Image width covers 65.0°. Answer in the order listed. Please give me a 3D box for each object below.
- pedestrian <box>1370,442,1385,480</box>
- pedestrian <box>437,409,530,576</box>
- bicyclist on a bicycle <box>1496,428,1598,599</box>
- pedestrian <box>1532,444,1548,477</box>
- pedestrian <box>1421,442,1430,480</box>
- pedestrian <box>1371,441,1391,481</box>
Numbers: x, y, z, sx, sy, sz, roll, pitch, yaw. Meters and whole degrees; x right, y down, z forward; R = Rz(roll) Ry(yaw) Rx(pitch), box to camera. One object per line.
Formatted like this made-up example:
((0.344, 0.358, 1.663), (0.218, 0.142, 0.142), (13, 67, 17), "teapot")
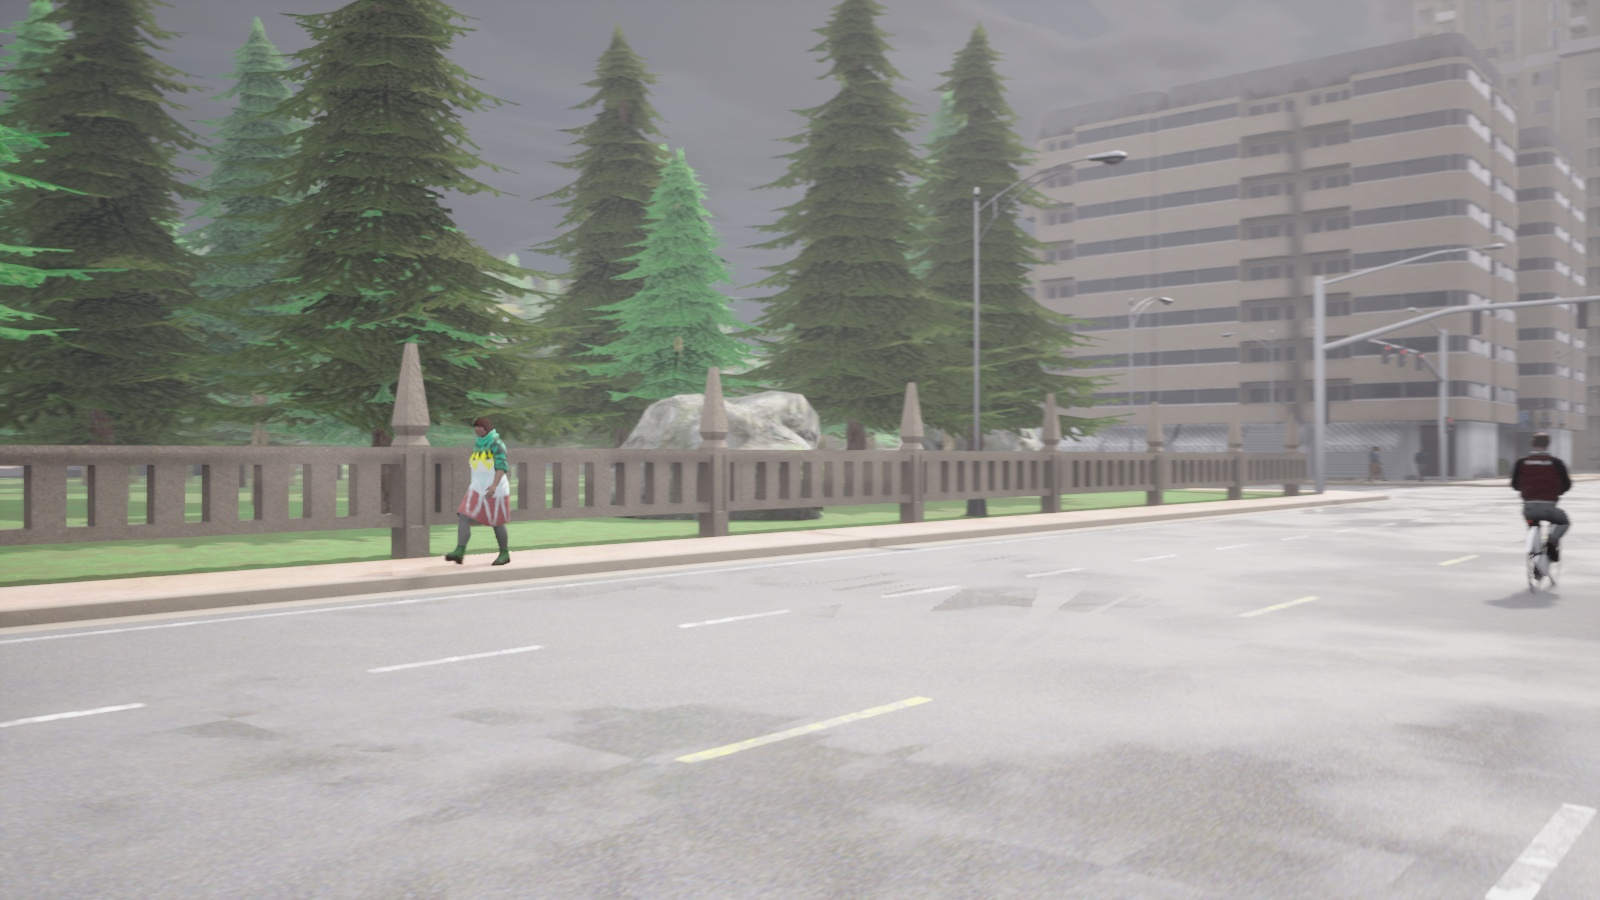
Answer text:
((28.628, 0.553, 62.234), (0.353, 1.847, 0.614), (0, 0, -11), "pedestrian")
((-3.846, 0.502, 15.296), (0.659, 1.952, 0.873), (0, 0, 39), "pedestrian")
((8.296, 0.656, 13.908), (0.659, 1.776, 1.843), (0, 0, 40), "bicyclist on a bicycle")
((42.971, 0.610, 72.935), (0.849, 1.883, 0.563), (0, 0, -39), "pedestrian")
((31.105, 0.543, 62.482), (0.402, 1.842, 0.726), (0, 0, 26), "pedestrian")
((28.311, 0.549, 61.158), (0.788, 1.949, 0.423), (-1, 0, 41), "pedestrian")
